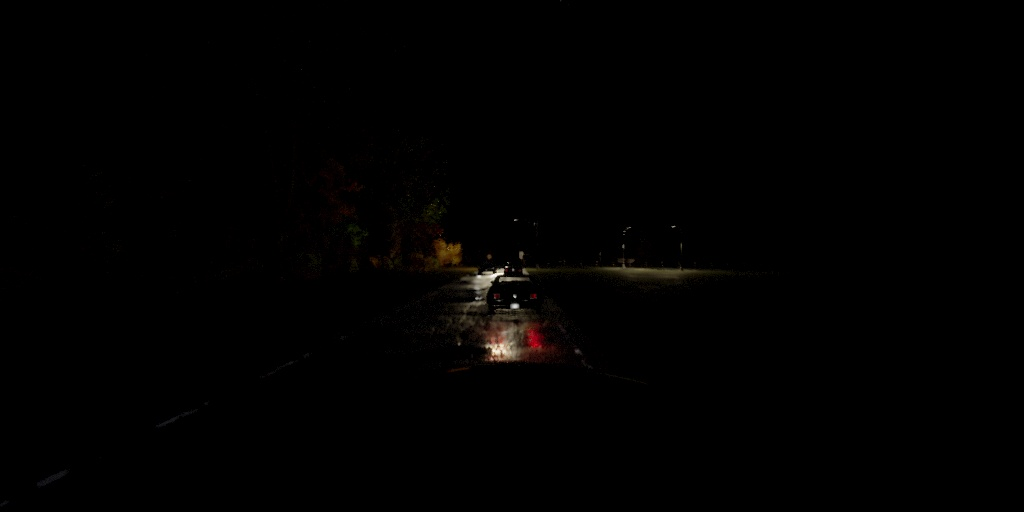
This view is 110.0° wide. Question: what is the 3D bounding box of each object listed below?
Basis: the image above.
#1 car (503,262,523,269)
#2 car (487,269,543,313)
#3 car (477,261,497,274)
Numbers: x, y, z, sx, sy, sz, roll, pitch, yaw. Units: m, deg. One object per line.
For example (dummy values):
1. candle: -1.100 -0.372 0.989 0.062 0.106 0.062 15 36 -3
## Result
1. car: 0.109 1.303 34.327 2.033 1.411 5.357 0 0 0
2. car: 0.103 1.352 13.990 1.895 1.301 4.718 0 0 0
3. car: -2.742 1.284 40.829 1.812 1.442 4.674 0 0 0
